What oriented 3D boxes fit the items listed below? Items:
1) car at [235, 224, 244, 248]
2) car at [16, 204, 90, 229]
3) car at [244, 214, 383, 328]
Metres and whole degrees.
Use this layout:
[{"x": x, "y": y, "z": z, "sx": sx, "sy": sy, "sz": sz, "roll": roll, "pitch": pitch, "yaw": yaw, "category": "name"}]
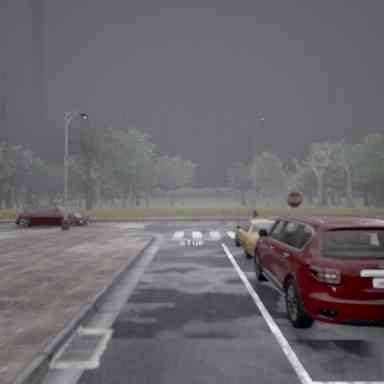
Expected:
[{"x": 2.641, "y": 1.597, "z": 12.699, "sx": 1.752, "sy": 1.417, "sz": 4.829, "roll": 0, "pitch": 0, "yaw": 0, "category": "car"}, {"x": -9.380, "y": 1.574, "z": 22.740, "sx": 4.553, "sy": 1.767, "sz": 2.097, "roll": -1, "pitch": 0, "yaw": 0, "category": "car"}, {"x": 2.638, "y": 1.355, "z": 6.984, "sx": 2.192, "sy": 1.841, "sz": 5.009, "roll": 0, "pitch": 0, "yaw": 0, "category": "car"}]
